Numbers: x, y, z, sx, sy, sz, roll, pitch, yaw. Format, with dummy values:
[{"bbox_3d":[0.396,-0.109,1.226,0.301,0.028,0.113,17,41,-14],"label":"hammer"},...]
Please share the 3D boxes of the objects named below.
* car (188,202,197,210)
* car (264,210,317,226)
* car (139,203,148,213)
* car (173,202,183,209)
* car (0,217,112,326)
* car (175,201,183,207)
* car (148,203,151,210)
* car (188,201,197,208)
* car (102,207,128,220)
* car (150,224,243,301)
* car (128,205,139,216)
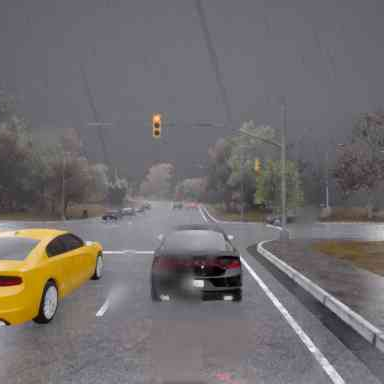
[{"bbox_3d":[0.149,3.056,76.171,2.097,1.767,4.553,0,0,0],"label":"car"},{"bbox_3d":[9.284,2.443,31.528,4.892,1.490,1.837,0,-2,-1],"label":"car"},{"bbox_3d":[-10.416,3.258,64.734,2.128,1.511,4.902,0,0,1],"label":"car"},{"bbox_3d":[-3.352,3.197,76.682,1.837,1.490,4.892,0,0,0],"label":"car"},{"bbox_3d":[-3.407,1.544,7.297,1.882,1.535,5.008,0,-1,0],"label":"car"},{"bbox_3d":[-3.450,3.182,86.751,1.994,1.385,4.181,0,0,-3],"label":"car"},{"bbox_3d":[-10.354,3.244,75.315,2.033,1.411,5.357,0,0,0],"label":"car"},{"bbox_3d":[0.066,3.177,86.328,2.033,1.411,5.357,0,0,-3],"label":"car"},{"bbox_3d":[-10.524,3.010,44.759,2.033,1.411,5.357,0,-2,1],"label":"car"},{"bbox_3d":[0.100,1.567,8.539,1.882,1.535,5.008,0,-1,0],"label":"car"},{"bbox_3d":[-10.478,3.221,54.629,1.812,1.442,4.674,0,-1,0],"label":"car"}]
